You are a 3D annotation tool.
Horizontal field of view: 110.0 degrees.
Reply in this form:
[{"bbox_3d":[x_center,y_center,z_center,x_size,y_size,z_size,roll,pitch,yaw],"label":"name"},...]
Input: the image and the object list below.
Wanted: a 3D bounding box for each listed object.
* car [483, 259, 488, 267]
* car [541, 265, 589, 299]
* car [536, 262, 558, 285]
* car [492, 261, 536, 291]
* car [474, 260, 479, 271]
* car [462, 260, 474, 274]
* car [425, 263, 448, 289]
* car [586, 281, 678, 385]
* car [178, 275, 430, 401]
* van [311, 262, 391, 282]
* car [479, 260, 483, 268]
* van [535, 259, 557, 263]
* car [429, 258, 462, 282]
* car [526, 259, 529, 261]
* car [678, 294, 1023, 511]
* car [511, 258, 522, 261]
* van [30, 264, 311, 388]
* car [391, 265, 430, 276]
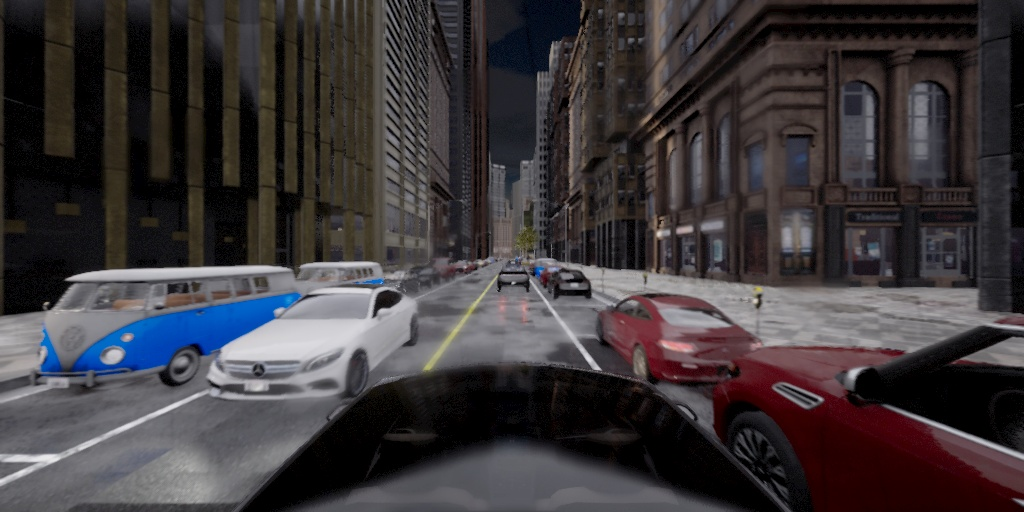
[{"bbox_3d":[-5.770,1.318,62.667,1.751,1.417,4.829,0,0,0],"label":"car"},{"bbox_3d":[2.760,1.325,17.905,1.948,1.339,4.313,0,0,0],"label":"car"},{"bbox_3d":[2.760,1.308,23.523,1.888,1.381,4.507,0,0,0],"label":"car"},{"bbox_3d":[0.086,1.255,21.814,2.128,1.511,4.902,0,0,0],"label":"car"},{"bbox_3d":[-5.768,1.325,45.981,1.888,1.381,4.507,0,0,0],"label":"car"},{"bbox_3d":[-5.767,1.215,40.362,1.967,1.591,4.097,0,0,0],"label":"car"},{"bbox_3d":[-5.765,1.329,23.506,1.948,1.339,4.313,0,0,0],"label":"car"},{"bbox_3d":[2.762,1.335,6.668,1.802,1.307,4.207,0,0,0],"label":"car"},{"bbox_3d":[-3.047,1.279,6.628,1.812,1.442,4.674,0,0,0],"label":"car"},{"bbox_3d":[-5.764,1.096,12.268,1.690,1.789,3.998,0,0,0],"label":"van"},{"bbox_3d":[-5.769,1.350,51.599,1.948,1.339,4.313,0,0,0],"label":"car"},{"bbox_3d":[2.759,1.108,29.142,1.690,1.789,3.998,0,0,0],"label":"van"},{"bbox_3d":[-5.766,1.081,29.125,2.192,1.841,5.009,0,0,0],"label":"car"},{"bbox_3d":[2.758,1.358,40.378,1.802,1.307,4.207,0,0,0],"label":"car"},{"bbox_3d":[2.763,1.065,1.050,2.192,1.841,5.009,0,0,0],"label":"car"},{"bbox_3d":[0.095,1.307,47.855,1.812,1.442,4.674,0,0,0],"label":"car"},{"bbox_3d":[-5.763,1.093,6.650,1.690,1.789,3.998,0,0,0],"label":"van"},{"bbox_3d":[-5.765,1.309,17.887,2.007,1.370,4.403,0,0,0],"label":"car"}]
